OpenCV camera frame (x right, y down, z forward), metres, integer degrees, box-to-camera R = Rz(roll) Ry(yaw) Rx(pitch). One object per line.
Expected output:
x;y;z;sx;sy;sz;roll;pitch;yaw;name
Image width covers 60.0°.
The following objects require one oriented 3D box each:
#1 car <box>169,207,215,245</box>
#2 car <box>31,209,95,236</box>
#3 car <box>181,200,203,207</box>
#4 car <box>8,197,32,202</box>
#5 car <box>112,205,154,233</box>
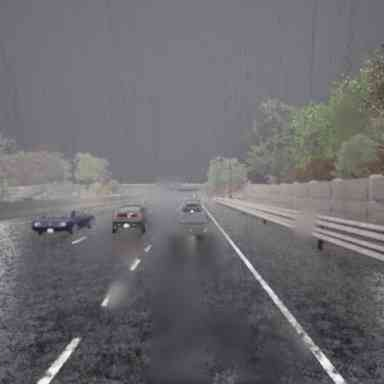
0.006;1.602;15.620;1.895;1.301;4.718;0;0;0;car
-6.892;1.605;18.424;1.895;1.301;4.718;0;0;0;car
0.011;1.528;33.135;1.837;1.490;4.892;0;0;0;car
-21.052;1.389;40.411;2.097;1.767;4.553;0;0;0;car
-3.392;1.510;19.616;1.837;1.490;4.892;0;0;0;car
